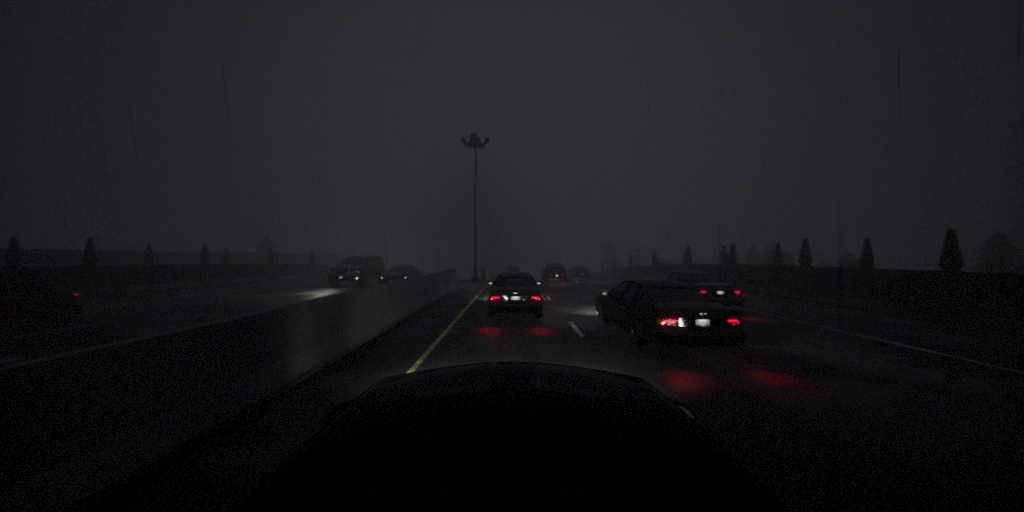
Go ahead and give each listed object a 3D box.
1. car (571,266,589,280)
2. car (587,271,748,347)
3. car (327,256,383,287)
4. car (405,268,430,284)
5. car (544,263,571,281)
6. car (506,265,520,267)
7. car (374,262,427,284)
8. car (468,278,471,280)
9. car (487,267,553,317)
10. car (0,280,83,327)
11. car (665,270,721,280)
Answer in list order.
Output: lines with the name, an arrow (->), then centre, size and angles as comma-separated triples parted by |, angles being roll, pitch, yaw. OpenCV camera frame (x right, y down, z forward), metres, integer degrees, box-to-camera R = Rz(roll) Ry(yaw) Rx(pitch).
car -> 7.089, 1.812, 38.318 | 1.812, 1.442, 4.674 | 0, -4, 0
car -> 3.599, 1.297, 9.279 | 2.033, 1.411, 5.357 | 0, 0, 0
car -> -10.598, 0.986, 24.963 | 2.150, 2.045, 5.566 | 0, -1, 0
car -> -14.055, 2.999, 53.446 | 2.150, 2.045, 5.566 | 0, -7, 1
car -> 3.602, 1.416, 31.153 | 1.837, 1.490, 4.892 | 0, -2, 0
car -> 0.102, 1.661, 36.683 | 1.882, 1.535, 5.008 | 0, -3, 0
car -> -7.096, 1.280, 23.451 | 1.812, 1.442, 4.674 | 0, 0, 0
car -> -7.007, 4.696, 64.581 | 1.882, 1.535, 5.008 | 0, -7, 0
car -> 0.101, 1.297, 13.143 | 2.033, 1.411, 5.357 | 0, 0, 0
car -> -14.100, 1.314, 9.153 | 1.994, 1.385, 4.181 | 0, 0, 0
car -> 7.101, 1.297, 14.730 | 2.033, 1.411, 5.357 | 0, 0, 0
